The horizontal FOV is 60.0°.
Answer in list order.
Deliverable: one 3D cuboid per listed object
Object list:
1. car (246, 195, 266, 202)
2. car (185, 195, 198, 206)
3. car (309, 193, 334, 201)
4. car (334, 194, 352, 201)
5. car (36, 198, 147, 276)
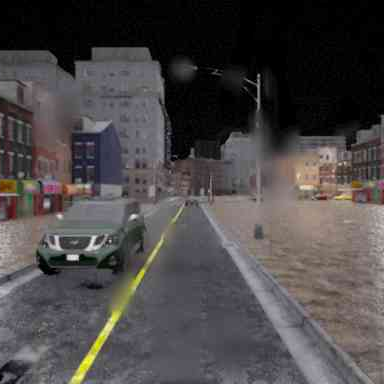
[{"bbox_3d":[13.234,1.246,69.112,4.097,1.590,1.967,-1,1,0],"label":"car"},{"bbox_3d":[-0.024,1.332,55.139,2.097,1.767,4.553,0,0,0],"label":"car"},{"bbox_3d":[26.463,1.099,69.156,4.097,1.590,1.967,-1,1,0],"label":"car"},{"bbox_3d":[31.673,1.129,69.174,4.829,1.417,1.752,-1,1,0],"label":"car"},{"bbox_3d":[-2.817,1.217,10.678,2.150,2.045,5.566,0,0,0],"label":"car"}]
